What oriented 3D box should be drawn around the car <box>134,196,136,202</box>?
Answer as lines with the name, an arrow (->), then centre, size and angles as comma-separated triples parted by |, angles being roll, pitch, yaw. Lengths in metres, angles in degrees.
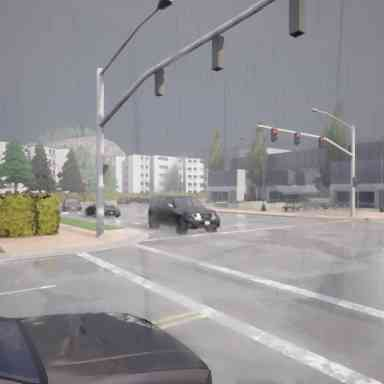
car -> -11.381, 1.477, 68.885 | 1.882, 1.535, 5.008 | 0, 0, 14

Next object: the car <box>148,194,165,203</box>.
car -> -7.538, 1.354, 70.934 | 2.097, 1.767, 4.553 | 0, 0, 17

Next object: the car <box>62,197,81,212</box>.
car -> -14.180, 1.526, 39.092 | 1.812, 1.442, 4.674 | 0, 0, -25

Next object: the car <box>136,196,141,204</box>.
car -> -8.632, 1.505, 61.169 | 1.837, 1.490, 4.892 | 0, 0, -1

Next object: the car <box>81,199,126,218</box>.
car -> -7.820, 1.564, 29.082 | 1.994, 1.385, 4.181 | 0, 0, -36

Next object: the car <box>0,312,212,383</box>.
car -> -2.361, 1.547, 2.080 | 5.357, 1.411, 2.033 | 0, 0, -35

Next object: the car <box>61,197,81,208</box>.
car -> -17.890, 1.492, 49.278 | 2.128, 1.511, 4.902 | 0, 0, -13

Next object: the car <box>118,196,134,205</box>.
car -> -12.061, 1.492, 58.853 | 2.128, 1.511, 4.902 | 0, 0, -4

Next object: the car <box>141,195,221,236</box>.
car -> -0.653, 1.224, 19.065 | 2.150, 2.045, 5.566 | 0, -1, -31
